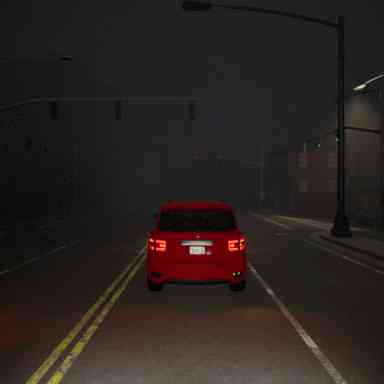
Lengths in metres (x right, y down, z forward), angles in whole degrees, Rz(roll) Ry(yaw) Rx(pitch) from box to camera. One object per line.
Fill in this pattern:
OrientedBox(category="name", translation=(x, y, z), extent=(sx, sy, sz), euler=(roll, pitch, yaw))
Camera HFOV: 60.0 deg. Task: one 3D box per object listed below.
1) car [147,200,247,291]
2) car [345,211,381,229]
OrientedBox(category="car", translation=(0.098, 1.221, 9.118), extent=(2.150, 2.045, 5.566), euler=(0, 0, 0))
OrientedBox(category="car", translation=(15.426, 2.488, 29.717), extent=(4.902, 1.511, 2.128), euler=(8, 0, 0))
